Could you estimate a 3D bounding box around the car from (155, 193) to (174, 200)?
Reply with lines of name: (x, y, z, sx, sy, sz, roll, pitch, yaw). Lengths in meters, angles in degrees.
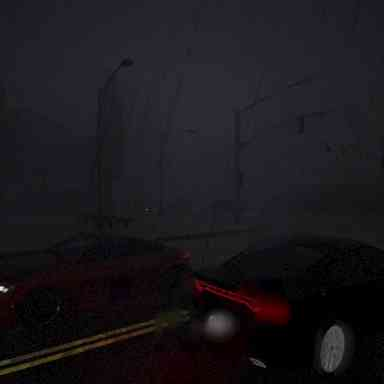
car: (-7.303, 1.153, 89.220, 4.605, 1.855, 1.932, 0, 0, -37)

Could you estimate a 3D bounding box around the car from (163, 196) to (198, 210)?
car: (-1.534, 1.564, 43.779, 1.994, 1.385, 4.181, 0, 0, -35)

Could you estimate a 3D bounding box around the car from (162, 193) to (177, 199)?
car: (-5.625, 1.156, 86.861, 3.866, 1.878, 1.905, 0, 0, -37)

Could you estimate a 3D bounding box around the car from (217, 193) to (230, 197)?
car: (7.793, 1.395, 68.776, 3.806, 1.475, 1.970, 0, 0, -37)

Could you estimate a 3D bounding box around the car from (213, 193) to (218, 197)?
car: (6.079, 1.156, 71.110, 3.866, 1.878, 1.905, 0, 0, -37)

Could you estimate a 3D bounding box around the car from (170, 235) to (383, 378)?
car: (2.278, 1.478, 5.631, 5.008, 1.535, 1.882, 0, 0, -37)

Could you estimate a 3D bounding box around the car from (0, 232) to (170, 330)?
car: (-2.025, 1.564, 6.956, 4.181, 1.385, 1.994, 0, 0, -37)

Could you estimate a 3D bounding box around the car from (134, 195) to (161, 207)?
car: (-7.317, 1.352, 52.050, 2.097, 1.767, 4.553, 0, 0, -35)

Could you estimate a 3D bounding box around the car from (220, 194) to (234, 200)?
car: (10.024, 1.395, 95.078, 3.806, 1.475, 1.970, 0, 0, -37)

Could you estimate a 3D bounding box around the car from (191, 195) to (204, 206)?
car: (0.165, 1.547, 53.890, 2.033, 1.411, 5.357, 0, 0, -35)

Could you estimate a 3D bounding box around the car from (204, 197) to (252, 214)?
car: (3.972, 1.547, 35.918, 2.033, 1.411, 5.357, 0, 0, -35)
